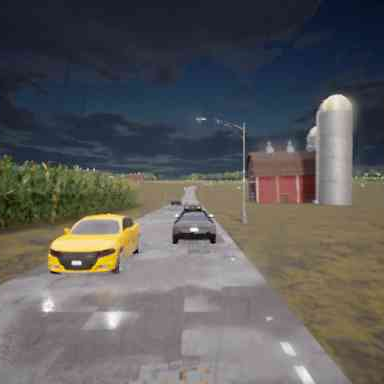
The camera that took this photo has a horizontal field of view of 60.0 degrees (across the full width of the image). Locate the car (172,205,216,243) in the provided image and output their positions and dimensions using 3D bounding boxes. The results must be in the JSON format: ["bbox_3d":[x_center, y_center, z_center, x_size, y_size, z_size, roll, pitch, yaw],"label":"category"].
[{"bbox_3d":[0.098,1.566,16.147,1.994,1.385,4.181,0,0,0],"label":"car"}]

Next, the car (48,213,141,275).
[{"bbox_3d":[-2.848,1.478,10.710,1.882,1.535,5.008,0,0,0],"label":"car"}]

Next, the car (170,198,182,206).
[{"bbox_3d":[-2.755,1.778,58.235,1.895,1.301,4.718,0,0,0],"label":"car"}]

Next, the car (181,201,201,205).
[{"bbox_3d":[0.090,1.645,36.125,1.895,1.301,4.718,0,0,0],"label":"car"}]
